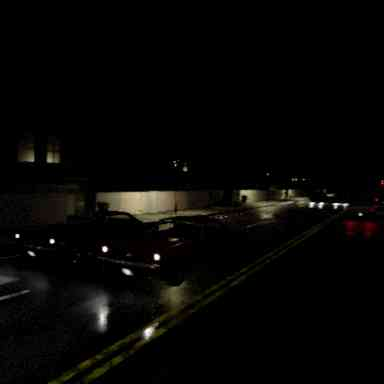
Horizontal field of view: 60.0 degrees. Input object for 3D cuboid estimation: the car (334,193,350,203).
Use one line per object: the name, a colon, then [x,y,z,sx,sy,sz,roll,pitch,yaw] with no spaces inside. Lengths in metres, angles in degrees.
car: [21.264,0.848,46.637,2.033,1.411,5.357,2,1,30]

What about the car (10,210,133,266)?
car: [-3.107,1.285,10.648,1.895,1.301,4.718,2,2,30]

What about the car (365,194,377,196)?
car: [24.730,0.981,45.841,1.895,1.301,4.718,2,1,30]

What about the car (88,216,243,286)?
car: [-0.285,1.371,9.036,1.895,1.301,4.718,2,2,30]

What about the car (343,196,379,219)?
car: [12.781,1.231,24.937,1.895,1.301,4.718,2,1,30]

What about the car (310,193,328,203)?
car: [18.615,0.776,48.550,1.994,1.385,4.181,2,1,30]
